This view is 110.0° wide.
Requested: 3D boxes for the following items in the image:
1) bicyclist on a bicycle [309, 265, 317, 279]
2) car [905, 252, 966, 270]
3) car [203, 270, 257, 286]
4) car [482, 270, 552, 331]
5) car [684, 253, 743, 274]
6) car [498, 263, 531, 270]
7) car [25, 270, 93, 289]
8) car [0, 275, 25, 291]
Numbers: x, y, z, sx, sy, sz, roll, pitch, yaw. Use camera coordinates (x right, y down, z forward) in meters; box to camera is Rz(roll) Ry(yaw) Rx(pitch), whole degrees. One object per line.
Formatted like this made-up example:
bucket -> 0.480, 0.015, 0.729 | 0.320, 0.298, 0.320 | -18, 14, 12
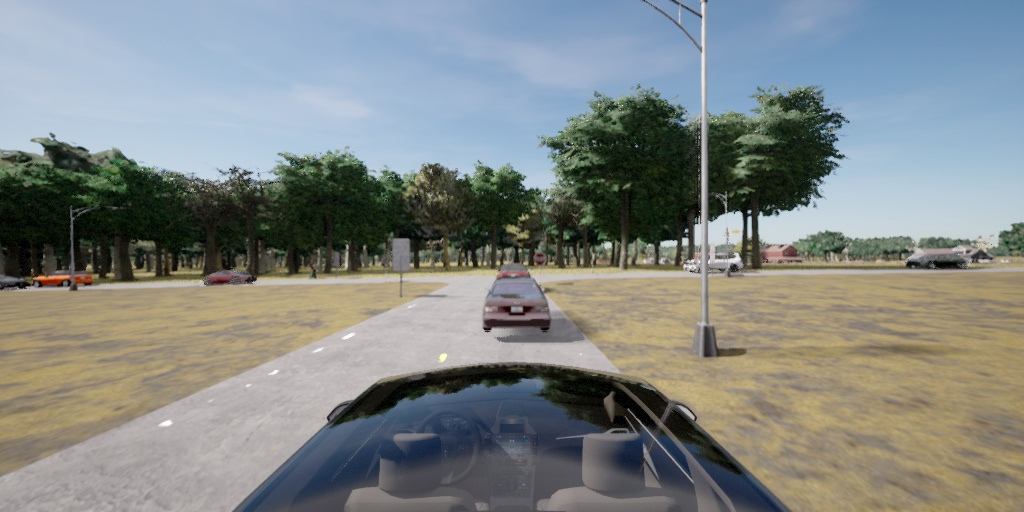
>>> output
bicyclist on a bicycle -> -22.615, 1.839, 40.719 | 0.582, 1.620, 1.656 | -1, 0, 0
car -> 44.232, 0.516, 37.515 | 4.553, 1.767, 2.097 | -1, 0, 1
car -> -27.267, 2.080, 34.758 | 4.181, 1.385, 1.994 | -1, 0, 0
car -> 0.100, 1.338, 11.087 | 2.033, 1.411, 5.357 | 0, 0, 0
car -> 21.066, 0.743, 37.605 | 5.566, 2.045, 2.150 | -1, 0, 0
car -> 0.146, 1.214, 22.337 | 2.097, 1.767, 4.553 | 0, 0, 1
car -> -47.242, 2.341, 37.693 | 4.553, 1.767, 2.097 | -1, 0, 1
car -> -50.132, 2.590, 34.886 | 4.892, 1.490, 1.837 | -2, 0, 0
